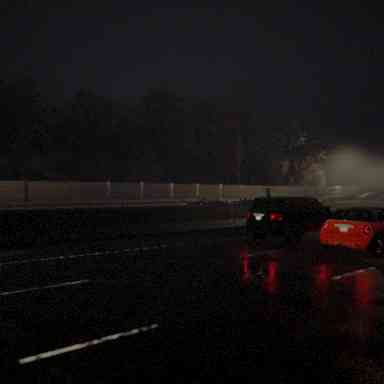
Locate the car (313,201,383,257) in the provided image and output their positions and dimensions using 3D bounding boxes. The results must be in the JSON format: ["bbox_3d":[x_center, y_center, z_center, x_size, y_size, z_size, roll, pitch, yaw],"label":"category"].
[{"bbox_3d":[7.171,1.357,13.163,4.553,1.767,2.097,0,0,-35],"label":"car"}]

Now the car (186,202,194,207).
[{"bbox_3d":[1.479,1.507,39.430,4.902,1.511,2.128,0,0,-35],"label":"car"}]

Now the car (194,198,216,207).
[{"bbox_3d":[2.785,1.578,36.063,4.181,1.385,1.994,0,0,-35],"label":"car"}]

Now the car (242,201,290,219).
[{"bbox_3d":[6.793,1.578,30.325,4.181,1.385,1.994,0,0,-35],"label":"car"}]

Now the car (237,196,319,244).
[{"bbox_3d":[5.059,1.226,15.956,5.566,2.045,2.150,0,0,-35],"label":"car"}]

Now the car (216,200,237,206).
[{"bbox_3d":[5.049,1.540,33.374,4.674,1.442,1.812,0,0,-36],"label":"car"}]
